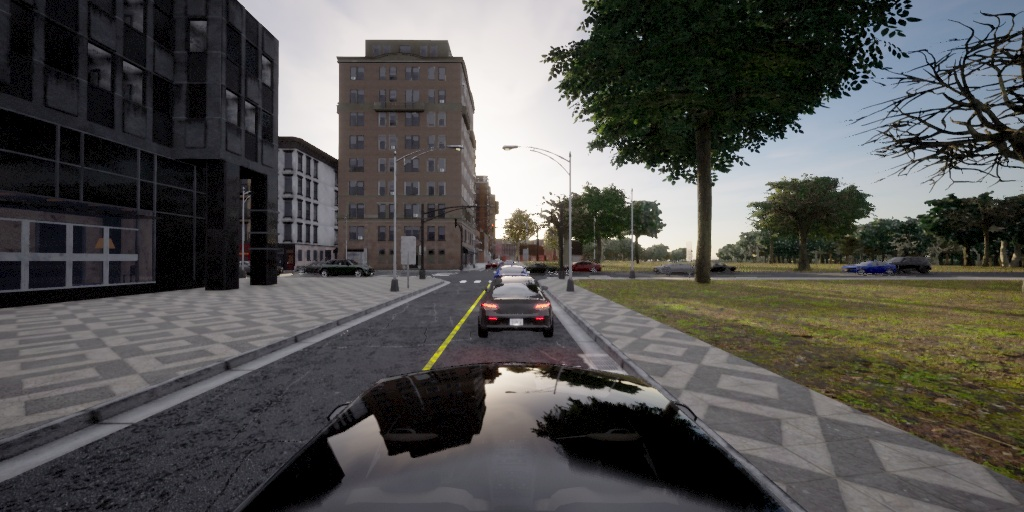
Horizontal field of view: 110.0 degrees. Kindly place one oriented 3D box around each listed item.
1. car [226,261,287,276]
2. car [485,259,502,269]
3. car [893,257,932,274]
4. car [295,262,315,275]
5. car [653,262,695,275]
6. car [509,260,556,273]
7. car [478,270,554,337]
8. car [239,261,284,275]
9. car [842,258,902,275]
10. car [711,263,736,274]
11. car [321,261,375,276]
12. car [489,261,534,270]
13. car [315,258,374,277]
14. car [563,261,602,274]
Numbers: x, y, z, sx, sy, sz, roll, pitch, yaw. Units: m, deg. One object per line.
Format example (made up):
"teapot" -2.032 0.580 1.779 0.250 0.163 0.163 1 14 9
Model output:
"car" -25.881 1.267 36.489 4.892 1.490 1.837 0 -1 0
"car" -3.083 1.429 56.216 1.895 1.301 4.718 0 0 1
"car" 47.241 1.125 43.454 5.566 2.045 2.150 0 -1 0
"car" -21.505 1.304 39.960 4.892 1.490 1.837 0 -1 0
"car" 18.058 1.386 40.153 4.181 1.385 1.994 0 -1 0
"car" 2.216 1.386 38.329 4.718 1.301 1.895 0 0 -27
"car" 0.076 1.280 10.143 1.812 1.442 4.674 0 0 -1
"car" -24.382 1.217 33.247 4.902 1.511 2.128 0 -1 0
"car" 39.988 1.331 40.230 5.008 1.535 1.882 0 -1 0
"car" 24.269 1.465 43.432 4.718 1.301 1.895 0 -1 0
"car" -16.627 1.284 36.540 4.674 1.442 1.812 0 -1 -2
"car" -0.014 1.241 19.532 1.882 1.535 5.008 0 0 0
"car" -15.245 1.074 33.292 4.553 1.767 2.097 0 -1 0
"car" 8.301 1.328 43.500 5.008 1.535 1.882 0 0 3
